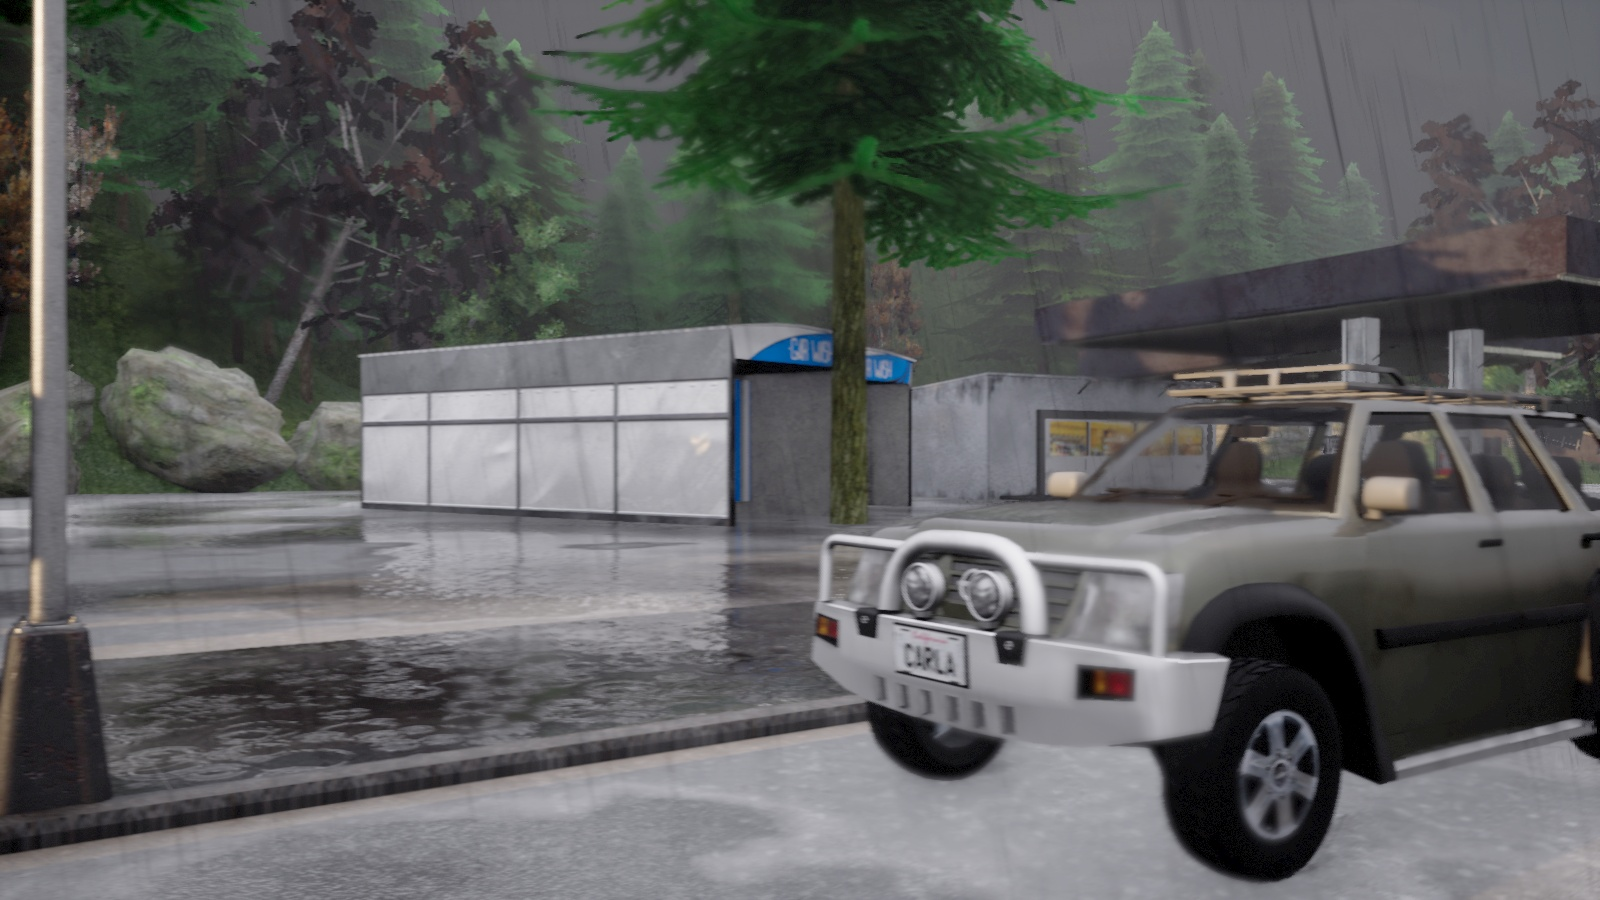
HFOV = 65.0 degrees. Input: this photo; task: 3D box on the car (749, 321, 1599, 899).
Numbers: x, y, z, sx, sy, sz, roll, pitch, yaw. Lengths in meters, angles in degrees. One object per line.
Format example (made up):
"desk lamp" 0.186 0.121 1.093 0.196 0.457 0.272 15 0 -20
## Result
"car" 2.230 0.562 5.822 4.605 1.855 1.932 0 0 -35
